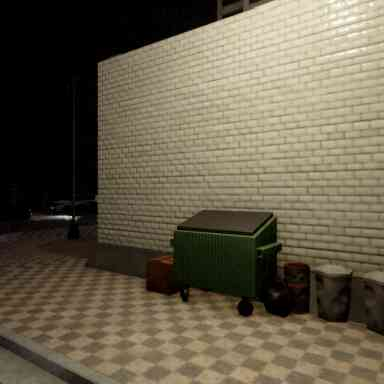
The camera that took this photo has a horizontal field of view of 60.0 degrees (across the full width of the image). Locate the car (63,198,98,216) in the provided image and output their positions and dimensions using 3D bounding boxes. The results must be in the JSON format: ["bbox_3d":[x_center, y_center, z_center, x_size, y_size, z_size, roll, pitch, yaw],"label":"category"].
[{"bbox_3d":[-10.205,1.619,33.287,1.994,1.385,4.181,0,0,36],"label":"car"}]

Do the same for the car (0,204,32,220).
[{"bbox_3d":[-15.073,1.619,26.450,1.994,1.385,4.181,0,0,33],"label":"car"}]

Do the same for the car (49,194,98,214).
[{"bbox_3d":[-12.573,1.277,36.014,2.150,2.045,5.566,0,0,36],"label":"car"}]
